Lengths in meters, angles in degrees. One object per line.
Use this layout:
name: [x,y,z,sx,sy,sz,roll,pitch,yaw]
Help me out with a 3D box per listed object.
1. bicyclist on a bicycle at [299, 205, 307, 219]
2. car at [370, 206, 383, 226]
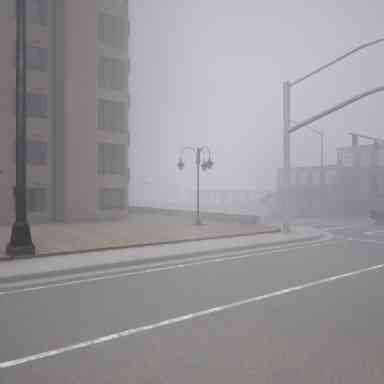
bicyclist on a bicycle: [13.543,2.464,40.664,1.656,1.620,0.582,0,-8,-35]
car: [13.627,1.448,20.695,2.128,1.511,4.902,0,0,-22]
